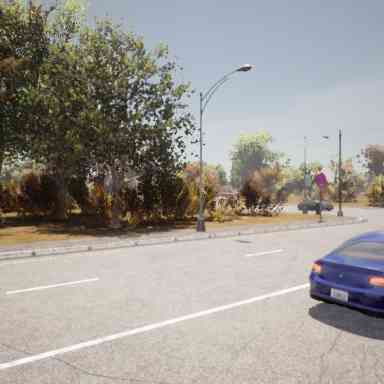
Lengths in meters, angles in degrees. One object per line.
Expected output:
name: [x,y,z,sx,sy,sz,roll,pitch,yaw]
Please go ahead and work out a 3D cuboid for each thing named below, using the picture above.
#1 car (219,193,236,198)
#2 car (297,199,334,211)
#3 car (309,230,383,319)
car: [6.502,1.190,52.324,2.150,2.045,5.566,0,0,-32]
car: [14.628,1.562,39.470,1.994,1.385,4.181,0,0,-32]
car: [4.299,1.525,6.821,4.674,1.442,1.812,0,0,-36]
